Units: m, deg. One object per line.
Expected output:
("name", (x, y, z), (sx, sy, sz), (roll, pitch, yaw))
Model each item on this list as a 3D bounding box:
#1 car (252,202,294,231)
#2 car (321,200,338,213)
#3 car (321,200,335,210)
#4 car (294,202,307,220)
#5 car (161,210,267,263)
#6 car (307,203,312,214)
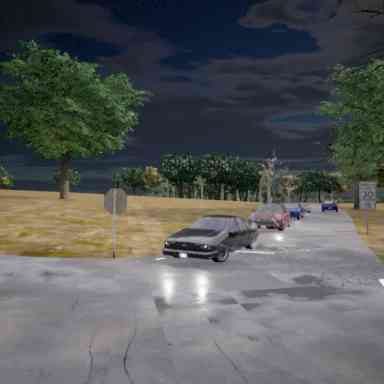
("car", (5.054, 1.485, 21.490), (2.097, 1.767, 4.553), (0, -1, 23))
("car", (18.531, 1.907, 44.681), (1.882, 1.535, 5.008), (0, -1, 22))
("car", (22.184, 2.064, 54.347), (1.882, 1.535, 5.008), (0, -1, 20))
("car", (9.243, 1.723, 30.975), (1.882, 1.535, 5.008), (0, -1, 24))
("car", (1.003, 1.595, 12.644), (2.033, 1.411, 5.357), (0, 0, 29))
("car", (13.803, 1.975, 41.466), (1.895, 1.301, 4.718), (0, -1, 23))
